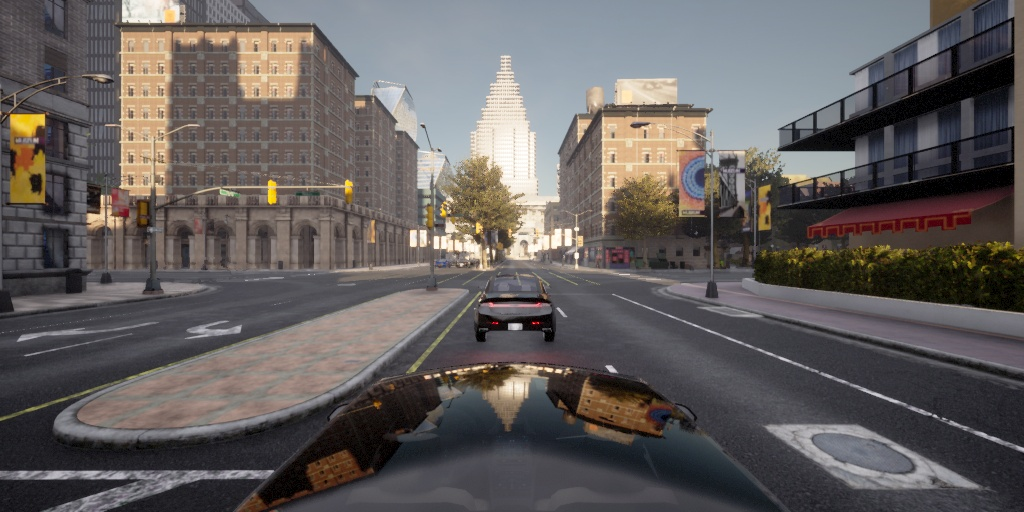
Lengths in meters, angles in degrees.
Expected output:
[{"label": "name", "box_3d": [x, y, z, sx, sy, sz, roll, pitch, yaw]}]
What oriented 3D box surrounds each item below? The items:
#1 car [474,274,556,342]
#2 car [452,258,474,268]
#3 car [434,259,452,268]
[{"label": "car", "box_3d": [0.080, 1.242, 9.796, 2.128, 1.511, 4.902, 0, 0, 0]}, {"label": "car", "box_3d": [-8.053, 1.241, 59.613, 2.128, 1.511, 4.902, 0, 0, 0]}, {"label": "car", "box_3d": [-11.550, 1.227, 60.028, 1.882, 1.535, 5.008, 0, 0, 0]}]
